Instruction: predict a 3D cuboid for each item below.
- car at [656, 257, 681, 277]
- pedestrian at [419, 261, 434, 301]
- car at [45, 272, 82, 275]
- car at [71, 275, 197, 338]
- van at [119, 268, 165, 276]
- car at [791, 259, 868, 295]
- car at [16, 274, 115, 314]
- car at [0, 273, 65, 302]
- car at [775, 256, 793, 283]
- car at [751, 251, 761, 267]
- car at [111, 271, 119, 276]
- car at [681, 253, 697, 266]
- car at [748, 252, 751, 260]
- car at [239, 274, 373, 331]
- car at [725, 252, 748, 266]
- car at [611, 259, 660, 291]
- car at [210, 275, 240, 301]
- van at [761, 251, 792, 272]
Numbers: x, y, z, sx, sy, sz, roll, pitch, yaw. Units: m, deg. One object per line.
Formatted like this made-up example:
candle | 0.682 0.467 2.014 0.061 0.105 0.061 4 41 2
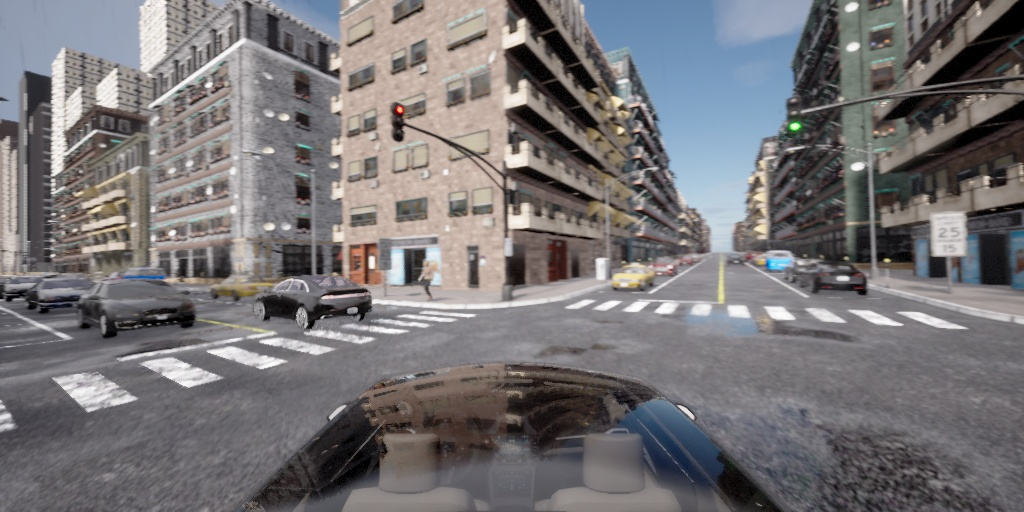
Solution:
car | 12.645 0.838 29.991 1.967 1.591 4.097 0 0 30
pedestrian | -3.665 1.059 15.723 0.375 1.860 0.375 -2 -1 31
car | -36.499 2.155 29.751 5.357 1.411 2.033 -1 -1 31
car | -11.664 1.486 11.115 4.892 1.490 1.837 -1 -1 32
van | -29.109 1.815 28.380 3.998 1.789 1.690 0 0 31
car | 14.183 0.911 16.018 1.948 1.339 4.313 0 0 30
car | -20.648 1.737 16.546 5.357 1.411 2.033 -1 -1 31
car | -29.788 1.950 22.044 5.357 1.411 2.033 -1 -1 31
car | 17.030 0.815 20.889 2.007 1.370 4.403 0 0 30
car | 28.504 0.472 40.520 1.751 1.417 4.829 0 0 30
car | -33.856 2.025 31.232 4.097 1.591 1.967 0 0 31
car | 24.033 0.626 49.475 1.888 1.381 4.507 0 0 30
car | 31.265 0.450 45.244 1.802 1.307 4.207 0 0 30
car | -6.550 1.400 11.644 4.902 1.511 2.128 -1 -1 35
car | 27.382 0.505 43.936 1.812 1.442 4.674 -2 0 30
car | 6.866 1.084 20.101 1.751 1.417 4.829 0 0 30
car | -15.014 1.668 19.911 4.829 1.417 1.751 0 0 31
van | 22.724 0.446 30.631 1.690 1.789 3.998 0 0 30
